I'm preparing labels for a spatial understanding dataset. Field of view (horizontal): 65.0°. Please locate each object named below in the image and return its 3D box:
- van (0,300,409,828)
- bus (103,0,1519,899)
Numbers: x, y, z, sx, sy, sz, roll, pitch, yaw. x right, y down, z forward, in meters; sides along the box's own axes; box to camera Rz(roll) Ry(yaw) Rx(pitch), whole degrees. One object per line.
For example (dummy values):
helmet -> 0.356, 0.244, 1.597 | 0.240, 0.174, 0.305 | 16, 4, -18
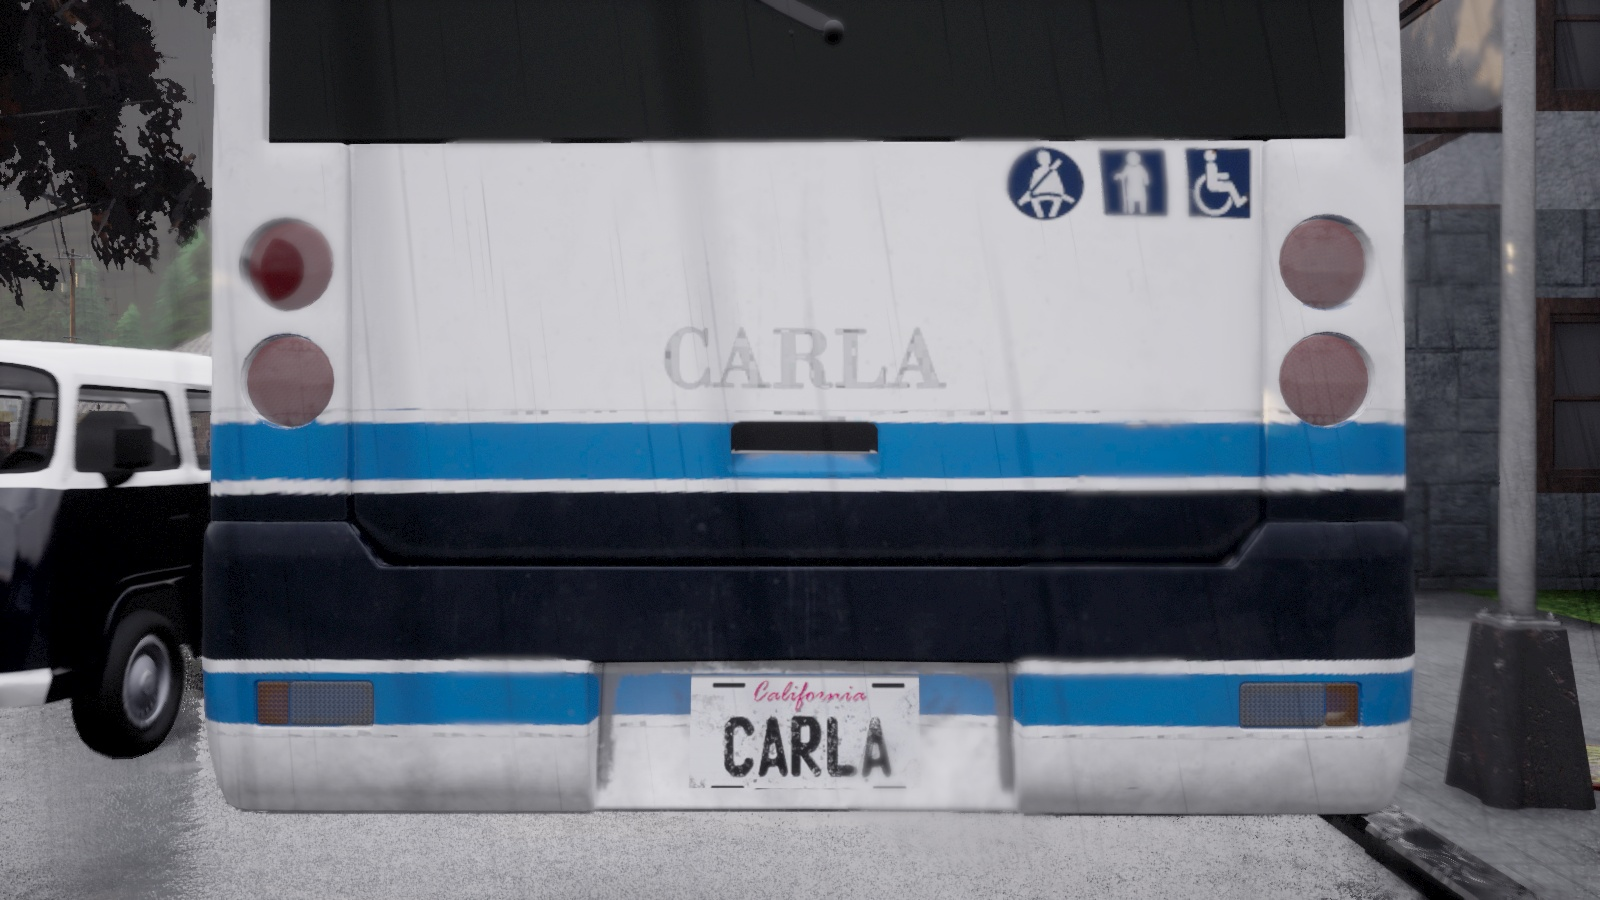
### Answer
van -> -3.942, 0.426, 7.088 | 2.069, 2.038, 4.480 | 0, 0, 0
bus -> 0.083, -0.679, 8.637 | 3.944, 4.253, 10.273 | 0, 0, 1
